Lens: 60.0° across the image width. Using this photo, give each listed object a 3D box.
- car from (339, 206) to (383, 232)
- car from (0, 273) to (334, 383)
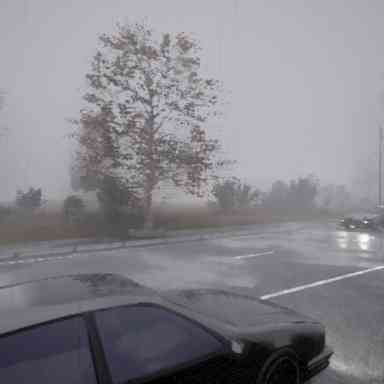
[{"bbox_3d":[11.190,1.544,20.047,5.357,1.411,2.033,0,0,-33],"label":"car"},{"bbox_3d":[-0.973,1.546,3.049,5.357,1.411,2.033,0,0,-35],"label":"car"}]
